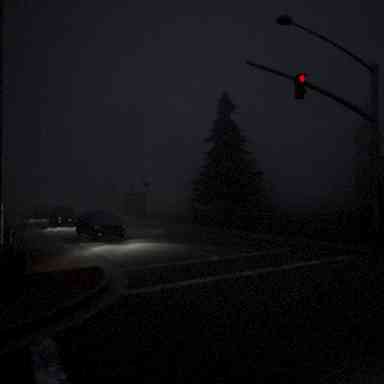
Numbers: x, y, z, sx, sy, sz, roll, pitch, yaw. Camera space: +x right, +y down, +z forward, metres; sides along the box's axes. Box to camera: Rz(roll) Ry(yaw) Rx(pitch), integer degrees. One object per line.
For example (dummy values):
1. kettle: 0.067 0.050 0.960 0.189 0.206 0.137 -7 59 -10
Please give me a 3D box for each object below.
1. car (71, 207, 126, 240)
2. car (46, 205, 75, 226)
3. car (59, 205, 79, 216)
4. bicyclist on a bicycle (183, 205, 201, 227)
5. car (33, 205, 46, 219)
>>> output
1. car: -5.502 1.863 19.781 1.882 1.535 5.008 1 -1 -32
2. car: -11.011 2.063 28.645 1.837 1.490 4.892 1 -1 -32
3. car: -16.532 2.467 44.592 1.895 1.301 4.718 1 -1 -29
4. bicyclist on a bicycle: 0.020 1.784 25.069 1.656 1.620 0.582 0 -1 -32
5. car: -17.356 2.236 38.956 1.882 1.535 5.008 1 -1 -31
